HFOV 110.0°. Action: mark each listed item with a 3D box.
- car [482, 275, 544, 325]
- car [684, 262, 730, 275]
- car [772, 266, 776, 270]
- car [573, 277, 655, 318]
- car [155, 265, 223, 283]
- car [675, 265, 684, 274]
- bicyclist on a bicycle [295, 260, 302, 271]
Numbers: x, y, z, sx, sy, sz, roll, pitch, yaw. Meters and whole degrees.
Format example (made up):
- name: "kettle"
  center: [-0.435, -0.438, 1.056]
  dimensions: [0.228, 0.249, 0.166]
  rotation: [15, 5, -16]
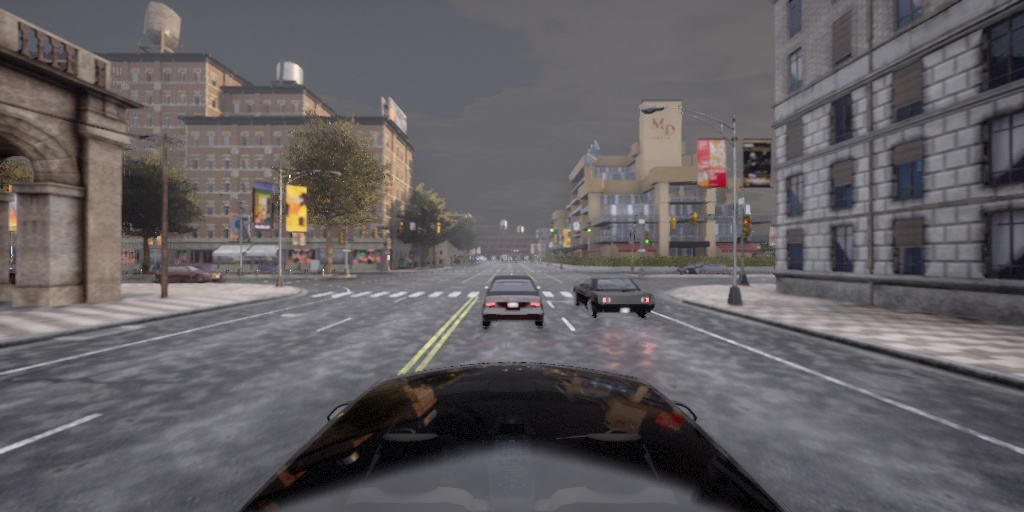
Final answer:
- name: "car"
  center: [0.020, 1.355, 12.025]
  dimensions: [2.033, 1.411, 5.357]
  rotation: [0, 0, 0]
- name: "car"
  center: [22.764, 1.531, 41.372]
  dimensions: [4.181, 1.385, 1.994]
  rotation: [0, 0, 0]
- name: "car"
  center: [32.667, 1.317, 41.344]
  dimensions: [4.553, 1.767, 2.097]
  rotation: [0, 0, 0]
- name: "car"
  center: [3.515, 1.415, 13.378]
  dimensions: [1.895, 1.301, 4.718]
  rotation: [0, 0, 0]
- name: "car"
  center: [-26.658, 1.436, 29.626]
  dimensions: [4.674, 1.442, 1.812]
  rotation: [0, 0, 0]
- name: "car"
  center: [23.063, 1.478, 44.868]
  dimensions: [4.902, 1.511, 2.128]
  rotation: [0, 0, 0]
- name: "bicyclist on a bicycle"
  center: [-31.300, 1.339, 52.602]
  dimensions: [0.582, 1.620, 1.656]
  rotation: [0, 0, 0]
